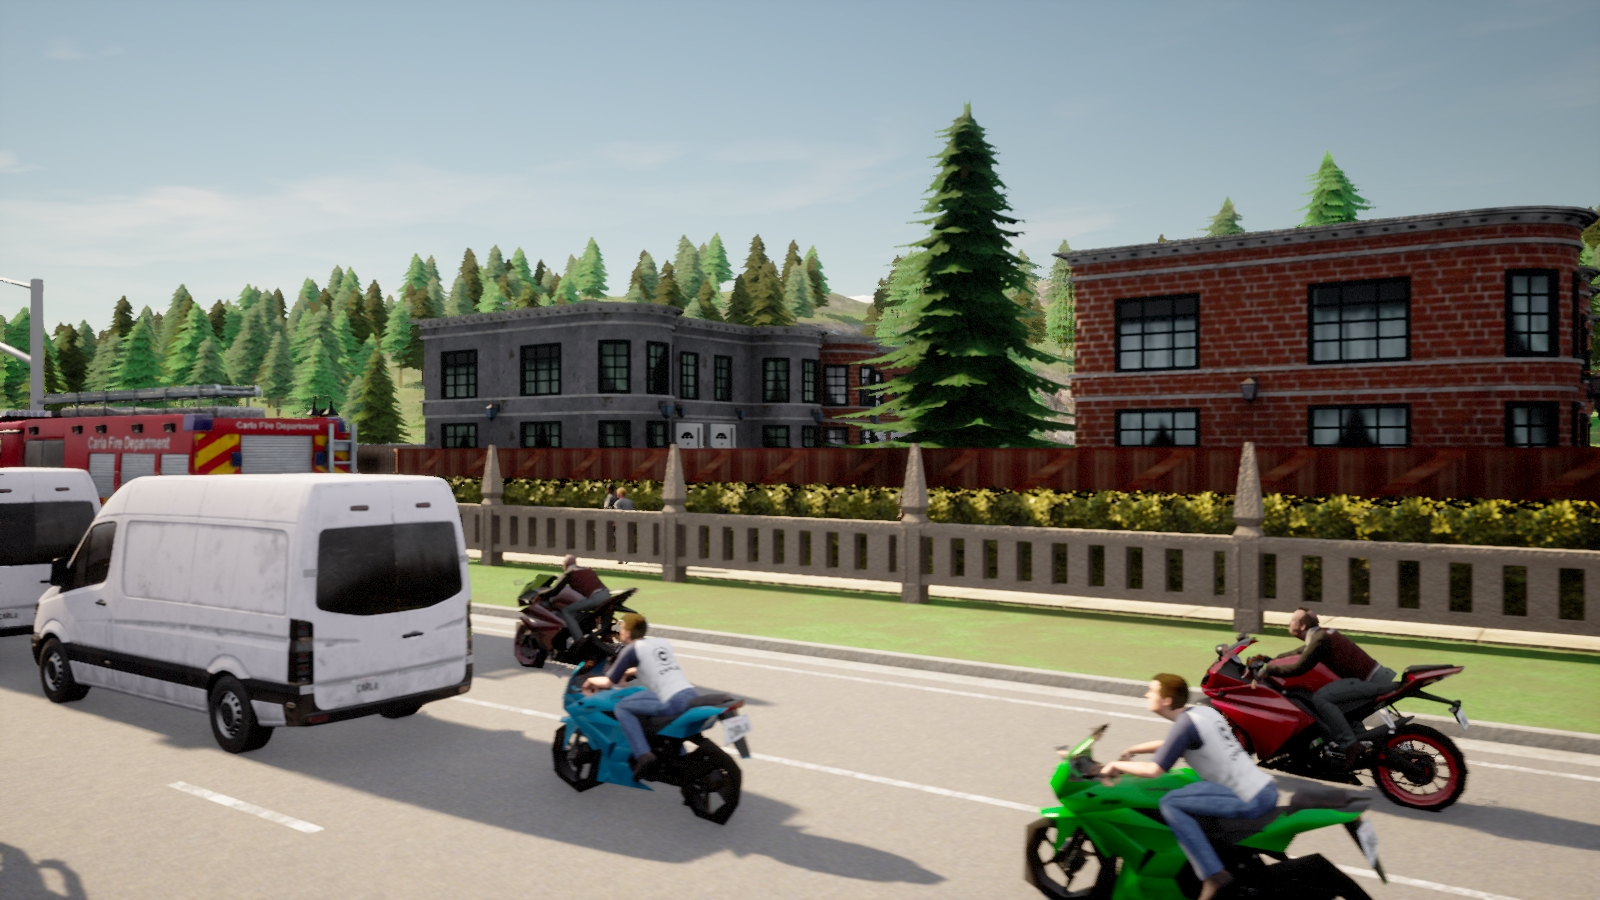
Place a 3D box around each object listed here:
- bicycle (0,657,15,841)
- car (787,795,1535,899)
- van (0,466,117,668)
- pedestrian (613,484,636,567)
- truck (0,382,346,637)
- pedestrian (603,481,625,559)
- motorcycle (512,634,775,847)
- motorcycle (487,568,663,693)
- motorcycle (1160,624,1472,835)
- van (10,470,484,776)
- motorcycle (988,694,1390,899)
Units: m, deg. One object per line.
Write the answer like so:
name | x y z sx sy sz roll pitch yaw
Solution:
bicycle | -6.526 2.159 8.332 1.487 1.277 0.859 0 0 35
car | 1.882 2.066 2.468 4.193 1.474 1.816 0 0 35
van | -12.523 1.537 16.823 5.915 2.561 1.988 0 0 35
pedestrian | -3.980 1.698 25.914 0.375 1.860 0.375 0 0 36
truck | -12.052 0.894 20.765 8.468 3.827 2.891 0 0 35
pedestrian | -4.506 1.699 27.711 0.375 1.860 0.375 0 0 32
motorcycle | -1.251 2.187 8.933 2.033 1.199 0.803 0 0 35
motorcycle | -2.843 2.206 14.321 2.209 1.251 0.867 0 0 35
motorcycle | 4.201 2.205 9.389 2.209 1.251 0.867 0 0 35
van | -6.167 1.536 12.369 5.915 2.561 1.988 0 0 35
motorcycle | 2.179 2.186 6.531 2.033 1.199 0.803 0 0 35
